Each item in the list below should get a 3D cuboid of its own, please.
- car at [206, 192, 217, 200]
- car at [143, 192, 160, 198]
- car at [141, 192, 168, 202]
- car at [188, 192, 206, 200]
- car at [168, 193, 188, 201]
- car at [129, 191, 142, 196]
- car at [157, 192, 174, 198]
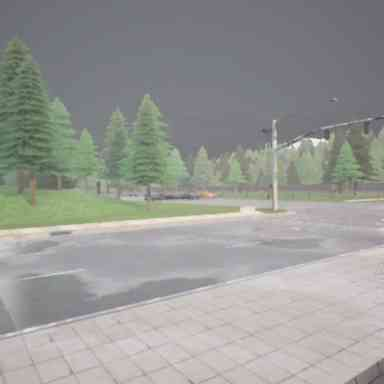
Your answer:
[{"bbox_3d":[2.697,0.678,63.739,1.882,1.535,5.008,-1,1,-34],"label":"car"},{"bbox_3d":[-9.132,0.643,74.582,1.812,1.442,4.674,-1,1,-35],"label":"car"},{"bbox_3d":[-6.658,0.979,58.758,1.994,1.385,4.181,-1,1,-35],"label":"car"},{"bbox_3d":[-0.290,0.819,61.911,2.033,1.411,5.357,-1,1,-34],"label":"car"},{"bbox_3d":[-3.324,0.944,60.110,1.895,1.301,4.718,-1,1,-34],"label":"car"},{"bbox_3d":[-12.199,0.479,72.852,1.812,1.442,4.674,-1,1,-35],"label":"car"},{"bbox_3d":[-6.027,0.600,76.249,1.994,1.385,4.181,-1,1,-35],"label":"car"}]
